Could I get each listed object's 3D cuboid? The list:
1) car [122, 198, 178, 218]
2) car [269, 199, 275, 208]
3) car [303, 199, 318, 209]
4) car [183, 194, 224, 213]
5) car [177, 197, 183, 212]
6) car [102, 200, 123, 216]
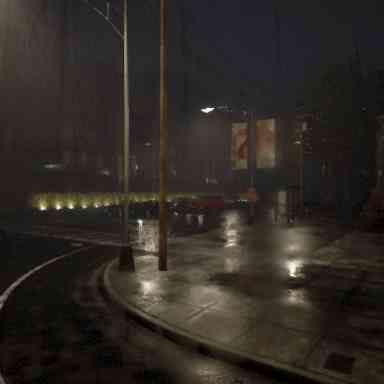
[{"bbox_3d":[-3.788,1.553,30.760,1.837,1.490,4.892,0,0,35],"label":"car"},{"bbox_3d":[12.745,1.626,48.386,1.812,1.442,4.674,0,0,35],"label":"car"},{"bbox_3d":[16.544,1.705,47.558,1.895,1.301,4.718,0,0,37],"label":"car"},{"bbox_3d":[1.713,1.291,38.719,2.150,2.045,5.566,0,0,35],"label":"car"},{"bbox_3d":[-1.408,1.420,40.365,2.097,1.767,4.553,0,0,35],"label":"car"},{"bbox_3d":[-6.592,1.540,32.858,2.128,1.511,4.902,0,0,35],"label":"car"}]
